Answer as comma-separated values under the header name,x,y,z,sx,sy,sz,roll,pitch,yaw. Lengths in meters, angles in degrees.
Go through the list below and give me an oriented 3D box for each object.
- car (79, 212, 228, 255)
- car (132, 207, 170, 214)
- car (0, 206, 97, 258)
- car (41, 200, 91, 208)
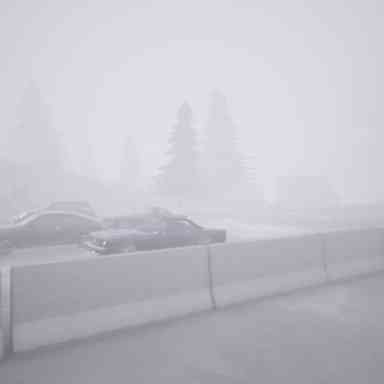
name,x,y,z,sx,sy,sz,roll,pitch,yaw
car,-1.156,1.549,11.512,4.718,1.301,1.895,0,0,-33
car,-2.650,1.517,18.845,4.718,1.301,1.895,0,0,-32
car,-5.592,1.474,12.733,4.674,1.442,1.812,0,0,-34
car,-7.935,1.272,19.561,4.553,1.767,2.097,0,0,-33
